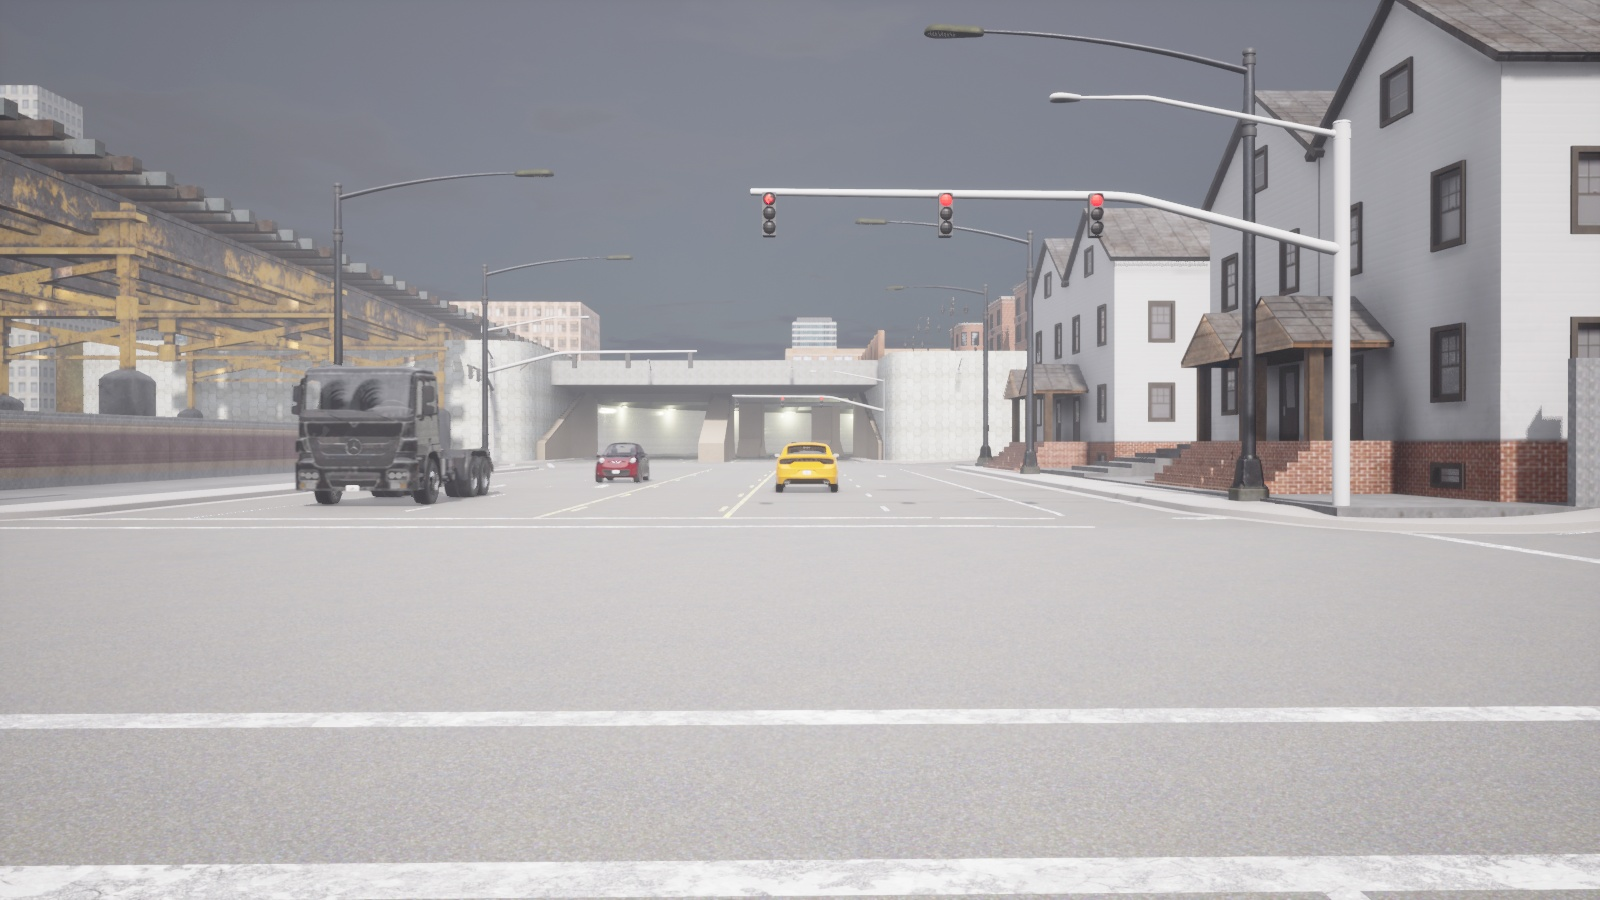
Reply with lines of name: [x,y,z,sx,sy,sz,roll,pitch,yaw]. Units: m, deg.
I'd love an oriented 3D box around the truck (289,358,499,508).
truck: [-10.318,-0.431,32.951,2.891,3.462,7.936,0,0,0]

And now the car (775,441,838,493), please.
car: [0.216,0.499,39.891,1.882,1.535,5.008,0,0,0]

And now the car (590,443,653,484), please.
car: [-6.744,0.486,47.718,1.845,1.501,3.633,0,0,0]
